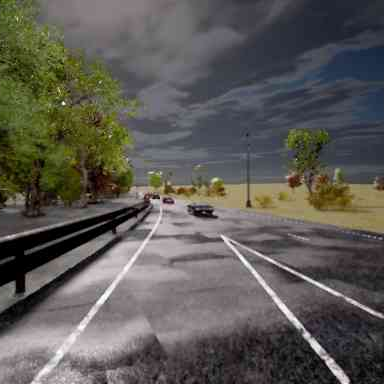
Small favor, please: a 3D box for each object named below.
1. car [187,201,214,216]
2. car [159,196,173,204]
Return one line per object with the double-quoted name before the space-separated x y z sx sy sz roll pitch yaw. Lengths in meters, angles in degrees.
"car" 0.718 1.564 32.203 1.895 1.301 4.718 0 0 -10
"car" -4.727 1.537 64.469 1.994 1.385 4.181 0 0 -9
